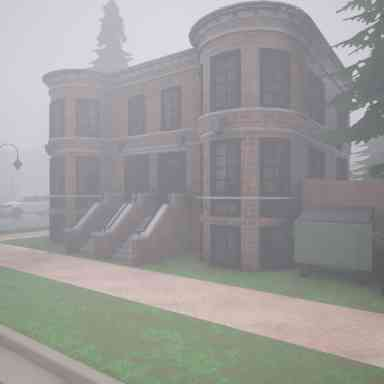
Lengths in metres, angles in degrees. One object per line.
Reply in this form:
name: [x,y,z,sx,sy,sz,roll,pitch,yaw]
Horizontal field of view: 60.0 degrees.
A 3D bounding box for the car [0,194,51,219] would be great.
car: [-14.447,1.221,29.788,2.150,2.045,5.566,0,0,34]
